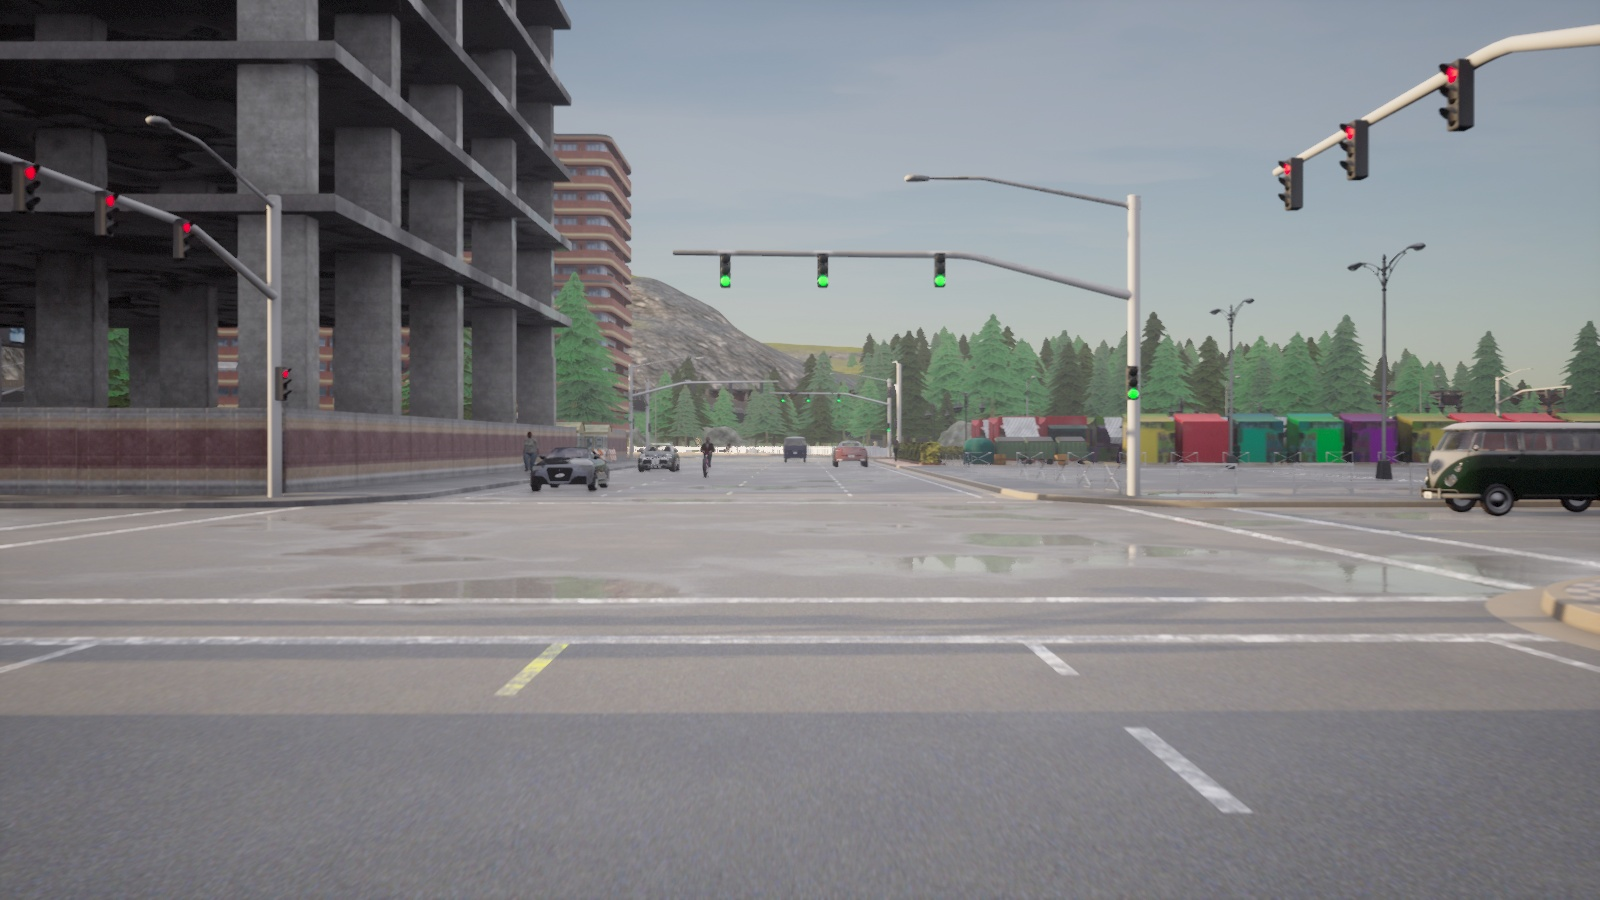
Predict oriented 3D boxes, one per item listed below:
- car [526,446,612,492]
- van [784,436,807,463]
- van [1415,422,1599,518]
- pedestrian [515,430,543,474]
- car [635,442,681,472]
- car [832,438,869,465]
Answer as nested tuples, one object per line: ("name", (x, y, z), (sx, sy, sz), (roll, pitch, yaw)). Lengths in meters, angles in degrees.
("car", (-7.325, 0.579, 40.212), (1.994, 1.385, 4.181), (0, 0, 0))
("van", (-0.338, -0.047, 96.833), (1.775, 1.987, 4.442), (0, 0, 0))
("van", (15.849, 0.414, 26.932), (4.442, 1.987, 1.775), (0, 0, 0))
("pedestrian", (-11.501, 0.092, 53.362), (0.874, 1.855, 0.900), (0, 0, 11))
("car", (-7.330, 0.339, 65.274), (1.970, 1.475, 3.806), (0, 0, 0))
("car", (3.167, 0.080, 79.301), (2.152, 1.651, 5.027), (0, 0, 0))
